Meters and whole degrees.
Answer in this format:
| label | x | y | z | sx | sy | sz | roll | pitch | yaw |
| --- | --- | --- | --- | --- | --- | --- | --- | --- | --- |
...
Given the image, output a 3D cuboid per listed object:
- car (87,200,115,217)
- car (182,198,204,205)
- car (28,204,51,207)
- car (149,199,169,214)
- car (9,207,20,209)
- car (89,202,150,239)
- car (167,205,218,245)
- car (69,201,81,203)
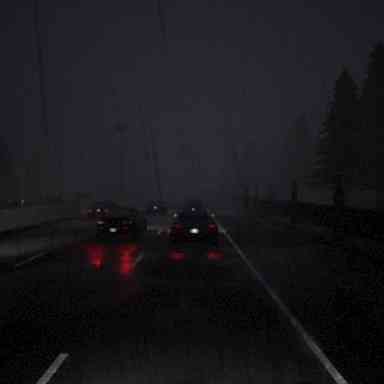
| label | x | y | z | sx | sy | sz | roll | pitch | yaw |
| --- | --- | --- | --- | --- | --- | --- | --- | --- | --- |
| car | -6.900 | 1.412 | 27.063 | 2.033 | 1.411 | 5.357 | 0 | 0 | 0 |
| car | 0.100 | 1.342 | 32.494 | 1.837 | 1.490 | 4.892 | 0 | 0 | 0 |
| car | -17.590 | 1.288 | 40.792 | 2.128 | 1.511 | 4.902 | 0 | 0 | 0 |
| car | -3.401 | 1.399 | 32.920 | 1.994 | 1.385 | 4.181 | 0 | 0 | 0 |
| car | -21.085 | 1.142 | 41.723 | 2.097 | 1.767 | 4.553 | 0 | 0 | 0 |
| car | -3.415 | 1.442 | 16.647 | 1.812 | 1.442 | 4.674 | 0 | 0 | 0 |
| car | 0.100 | 1.488 | 15.034 | 1.994 | 1.385 | 4.181 | 0 | 0 | 0 |
| car | -14.087 | 1.010 | 42.468 | 2.150 | 2.045 | 5.566 | 0 | 0 | 0 |
